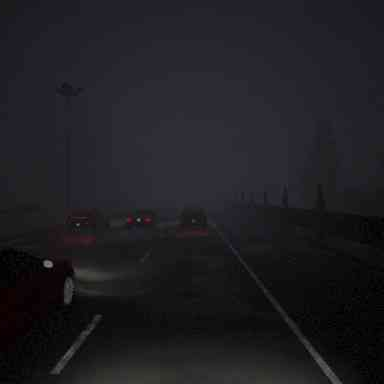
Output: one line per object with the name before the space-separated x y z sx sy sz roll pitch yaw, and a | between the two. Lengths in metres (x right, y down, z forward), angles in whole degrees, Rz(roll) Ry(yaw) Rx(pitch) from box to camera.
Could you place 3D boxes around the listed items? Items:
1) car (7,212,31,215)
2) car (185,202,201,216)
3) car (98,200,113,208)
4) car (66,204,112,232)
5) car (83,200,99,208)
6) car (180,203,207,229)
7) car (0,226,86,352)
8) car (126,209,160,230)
car | -14.090 1.927 25.547 1.994 1.385 4.181 0 -1 0
car | 0.113 2.065 41.408 1.882 1.535 5.008 0 -1 0
car | -17.560 2.463 67.911 1.837 1.490 4.892 0 -1 -1
car | -6.892 1.813 22.555 2.128 1.511 4.902 0 -1 0
car | -21.096 2.466 69.729 1.882 1.535 5.008 0 -1 -1
car | 0.109 1.831 24.833 1.882 1.535 5.008 0 -1 0
car | -3.398 1.551 5.037 1.882 1.535 5.008 0 -1 0
car | -3.393 1.885 23.744 2.033 1.411 5.357 0 -1 0
